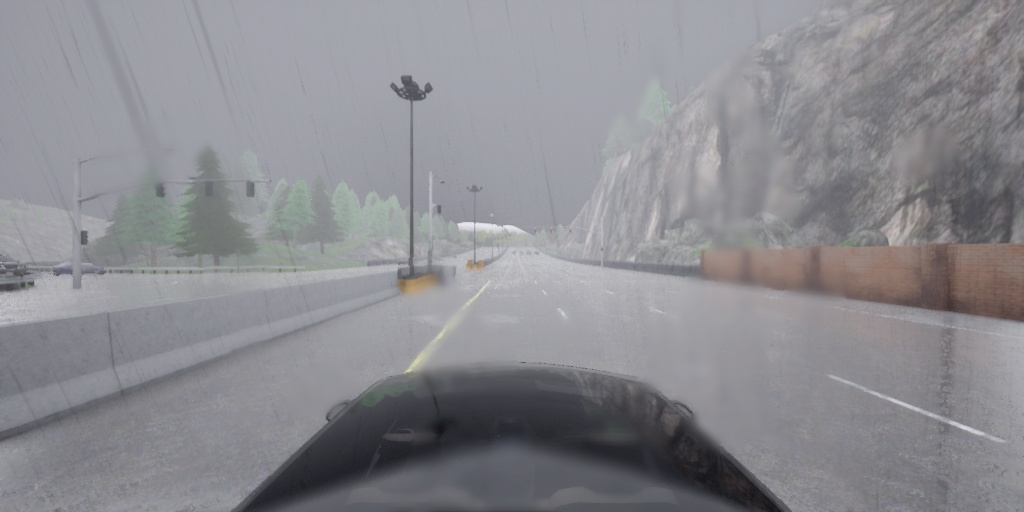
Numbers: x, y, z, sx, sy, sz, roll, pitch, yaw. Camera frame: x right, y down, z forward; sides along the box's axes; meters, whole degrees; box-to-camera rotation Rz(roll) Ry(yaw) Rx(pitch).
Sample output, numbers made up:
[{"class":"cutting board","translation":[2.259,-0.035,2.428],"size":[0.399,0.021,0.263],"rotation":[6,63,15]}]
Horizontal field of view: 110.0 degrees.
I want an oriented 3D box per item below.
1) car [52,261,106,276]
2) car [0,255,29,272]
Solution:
[{"class":"car","translation":[-42.109,1.228,34.845],"size":[4.674,1.442,1.812],"rotation":[0,0,12]},{"class":"car","translation":[-46.724,0.925,32.267],"size":[5.566,2.045,2.150],"rotation":[0,0,14]}]
